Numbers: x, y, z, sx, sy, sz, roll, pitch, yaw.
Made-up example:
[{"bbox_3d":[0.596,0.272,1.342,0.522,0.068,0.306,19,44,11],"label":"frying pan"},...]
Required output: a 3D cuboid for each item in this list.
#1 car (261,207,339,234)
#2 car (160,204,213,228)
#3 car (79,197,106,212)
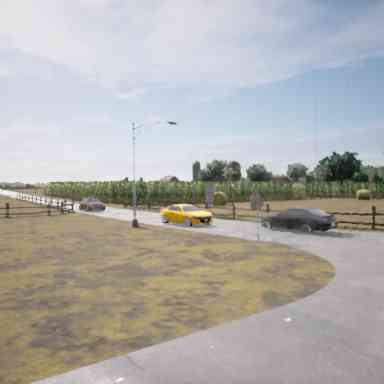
[{"bbox_3d":[6.243,1.609,19.679,1.812,1.442,4.674,-3,1,-36],"label":"car"},{"bbox_3d":[-0.492,1.664,24.648,1.882,1.535,5.008,-1,0,-35],"label":"car"},{"bbox_3d":[-12.417,1.523,41.435,2.097,1.767,4.553,-1,1,-35],"label":"car"}]
